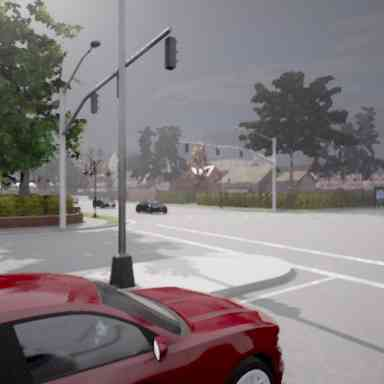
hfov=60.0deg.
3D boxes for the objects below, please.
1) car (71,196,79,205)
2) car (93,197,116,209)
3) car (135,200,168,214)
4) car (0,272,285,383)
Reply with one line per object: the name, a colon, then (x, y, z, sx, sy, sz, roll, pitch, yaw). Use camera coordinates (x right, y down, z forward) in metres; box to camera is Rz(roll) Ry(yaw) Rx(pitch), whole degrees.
car: (-21.194, 1.463, 58.064, 2.128, 1.511, 4.902, 0, 0, -35)
car: (-11.948, 1.463, 45.258, 2.128, 1.511, 4.902, 0, 0, -36)
car: (-4.235, 1.535, 34.621, 1.994, 1.385, 4.181, 0, 0, -36)
car: (-1.318, 1.477, 2.828, 5.008, 1.535, 1.882, 0, 0, -35)
